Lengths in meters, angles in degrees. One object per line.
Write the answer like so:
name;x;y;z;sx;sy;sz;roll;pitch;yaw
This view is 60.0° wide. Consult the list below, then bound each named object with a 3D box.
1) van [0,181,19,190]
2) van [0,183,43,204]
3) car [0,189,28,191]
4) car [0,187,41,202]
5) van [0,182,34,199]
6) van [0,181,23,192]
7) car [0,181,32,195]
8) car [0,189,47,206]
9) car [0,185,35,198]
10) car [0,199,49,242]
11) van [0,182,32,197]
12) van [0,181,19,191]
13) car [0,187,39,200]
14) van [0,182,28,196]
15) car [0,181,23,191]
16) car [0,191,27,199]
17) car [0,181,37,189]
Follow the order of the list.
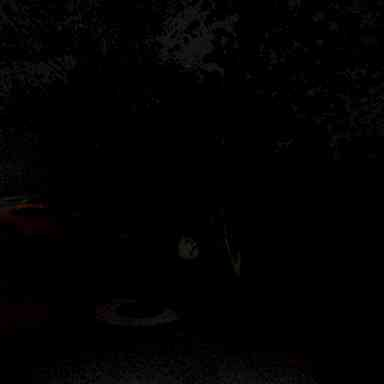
van;-41.613;-1.474;74.977;4.442;1.987;1.878;1;1;-30
van;-17.967;0.140;34.434;4.442;1.987;1.878;1;2;-30
car;-12.597;0.828;24.618;5.366;1.575;1.946;1;2;-30
car;-19.446;0.282;36.789;4.792;1.488;2.163;1;2;-30
van;-22.271;-0.173;41.368;4.442;1.987;1.878;1;2;-31
van;-34.701;-1.014;63.127;4.442;1.987;1.878;1;1;-30
car;-27.787;-0.573;50.987;5.566;2.045;2.435;1;1;-30
car;-16.644;0.512;31.870;4.792;1.488;2.163;1;2;-30
car;-23.582;-0.042;43.835;5.008;1.535;2.097;1;1;-30
car;-6.927;1.297;15.252;5.008;1.535;2.097;1;2;-30
van;-24.874;-0.359;46.278;4.442;1.987;1.878;1;1;-30
van;-40.281;-1.385;72.694;4.442;1.987;1.878;1;1;-30
car;-20.774;0.182;39.067;4.792;1.488;2.163;1;2;-30
van;-26.470;-0.456;48.552;4.442;1.987;1.878;1;1;-30
car;-39.010;-1.320;70.228;5.566;2.045;2.435;1;1;-30
car;-8.286;1.055;17.659;4.553;1.767;2.185;1;2;-30
car;-15.191;0.350;29.500;5.566;2.045;2.435;1;2;-30
